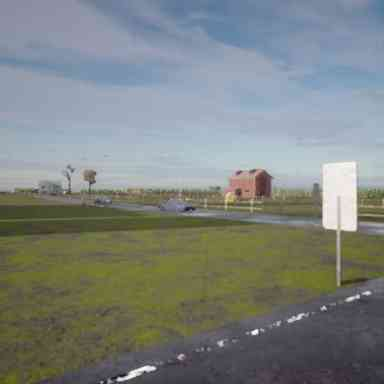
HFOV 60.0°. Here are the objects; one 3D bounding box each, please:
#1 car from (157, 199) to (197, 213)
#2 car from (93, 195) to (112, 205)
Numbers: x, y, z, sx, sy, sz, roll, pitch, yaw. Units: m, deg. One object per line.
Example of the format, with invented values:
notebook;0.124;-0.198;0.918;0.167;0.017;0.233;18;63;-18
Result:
car;-1.773;1.497;36.497;2.033;1.411;5.357;-1;1;-38
car;-14.390;1.315;53.365;2.128;1.511;4.902;-1;1;-36
